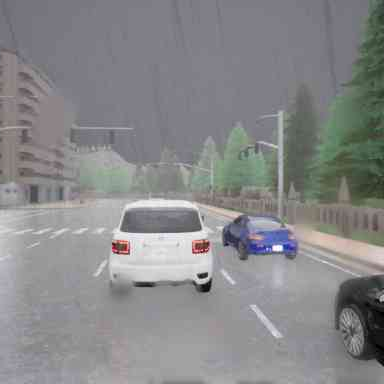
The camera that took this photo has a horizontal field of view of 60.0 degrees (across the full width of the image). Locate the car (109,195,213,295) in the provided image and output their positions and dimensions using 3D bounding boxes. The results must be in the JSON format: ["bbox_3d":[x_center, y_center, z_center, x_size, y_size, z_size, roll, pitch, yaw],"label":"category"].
[{"bbox_3d":[-0.793,1.221,8.951,2.150,2.045,5.566,0,0,-5],"label":"car"}]

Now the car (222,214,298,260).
[{"bbox_3d":[2.354,1.526,12.310,1.812,1.442,4.674,0,0,-6],"label":"car"}]

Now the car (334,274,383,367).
[{"bbox_3d":[3.125,1.492,3.080,2.128,1.511,4.902,0,0,-3],"label":"car"}]
